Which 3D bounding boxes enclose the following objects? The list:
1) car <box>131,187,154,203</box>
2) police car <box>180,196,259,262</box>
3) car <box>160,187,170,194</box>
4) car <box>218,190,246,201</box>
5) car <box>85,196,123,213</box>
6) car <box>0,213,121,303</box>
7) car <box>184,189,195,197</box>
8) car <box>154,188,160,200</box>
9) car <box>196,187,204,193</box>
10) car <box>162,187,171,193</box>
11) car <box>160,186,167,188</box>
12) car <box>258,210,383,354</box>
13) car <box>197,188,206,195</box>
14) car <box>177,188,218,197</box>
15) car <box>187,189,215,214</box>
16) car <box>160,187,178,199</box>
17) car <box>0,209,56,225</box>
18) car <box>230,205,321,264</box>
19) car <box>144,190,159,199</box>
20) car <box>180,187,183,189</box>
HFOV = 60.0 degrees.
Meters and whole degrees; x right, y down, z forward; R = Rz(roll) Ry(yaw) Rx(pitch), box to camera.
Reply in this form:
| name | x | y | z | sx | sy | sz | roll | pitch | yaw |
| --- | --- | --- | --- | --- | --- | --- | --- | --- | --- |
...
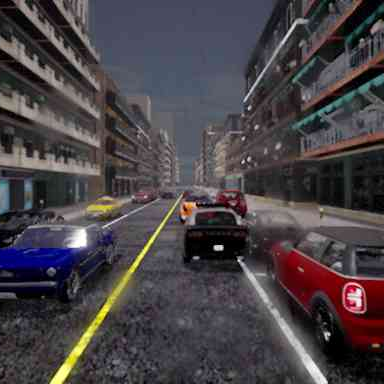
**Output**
| name | x | y | z | sx | sy | sz | roll | pitch | yaw |
| --- | --- | --- | --- | --- | --- | --- | --- | --- | --- |
| car | -6.023 | 0.505 | 39.630 | 1.967 | 1.590 | 4.097 | 0 | 1 | 0 |
| police car | 0.670 | 1.162 | 11.119 | 1.930 | 1.638 | 5.238 | 0 | 1 | 0 |
| car | -6.356 | -0.428 | 79.071 | 1.967 | 1.590 | 4.097 | 0 | 1 | 0 |
| car | 2.502 | 0.781 | 22.790 | 2.192 | 1.841 | 5.009 | 0 | 1 | 0 |
| car | -5.879 | 0.992 | 22.557 | 1.752 | 1.417 | 4.829 | 0 | 1 | 0 |
| car | -3.167 | 1.412 | 7.872 | 1.895 | 1.301 | 4.718 | 0 | 1 | 0 |
| car | -0.519 | 0.151 | 61.567 | 1.895 | 1.301 | 4.718 | 0 | 1 | 0 |
| car | -6.069 | 0.247 | 45.262 | 2.192 | 1.841 | 5.009 | 0 | 1 | 0 |
| car | 1.977 | -0.455 | 84.776 | 1.887 | 1.381 | 4.507 | 0 | 1 | 0 |
| car | -6.403 | -0.457 | 84.709 | 1.887 | 1.381 | 4.507 | 0 | 1 | 0 |
| car | -6.307 | -0.419 | 73.435 | 2.192 | 1.841 | 5.009 | 0 | 1 | 0 |
| car | 2.643 | 1.301 | 5.889 | 1.967 | 1.590 | 4.097 | 0 | 1 | 0 |
| car | 2.071 | -0.210 | 73.676 | 1.752 | 1.417 | 4.829 | 0 | 1 | 0 |
| car | 0.439 | 0.861 | 21.034 | 2.097 | 1.767 | 4.553 | 0 | 1 | 4 |
| car | 0.629 | 0.720 | 26.973 | 2.097 | 1.767 | 4.553 | 0 | 1 | -1 |
| car | -3.499 | 0.389 | 49.908 | 1.994 | 1.385 | 4.181 | 0 | 1 | 0 |
| car | -5.785 | 1.293 | 11.458 | 1.947 | 1.339 | 4.313 | 0 | 1 | 0 |
| car | 2.596 | 1.280 | 11.525 | 2.008 | 1.369 | 4.403 | 0 | 1 | 0 |
| car | -6.119 | 0.381 | 50.903 | 1.802 | 1.307 | 4.206 | 0 | 1 | 0 |
| car | -0.391 | 0.357 | 47.627 | 1.882 | 1.535 | 5.008 | 0 | 1 | 0 |
